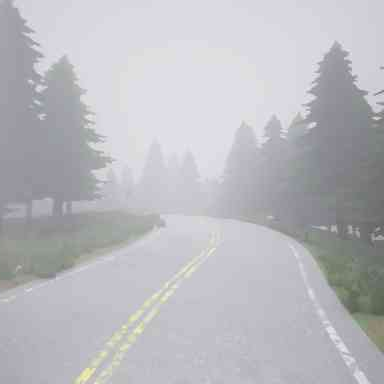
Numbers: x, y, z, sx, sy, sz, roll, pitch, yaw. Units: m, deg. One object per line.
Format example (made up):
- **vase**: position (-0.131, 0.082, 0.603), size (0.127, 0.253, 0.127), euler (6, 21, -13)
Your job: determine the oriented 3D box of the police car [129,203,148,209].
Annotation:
- **police car**: position (-8.175, 2.384, 45.883), size (5.238, 1.638, 1.930), euler (-6, -8, 41)
